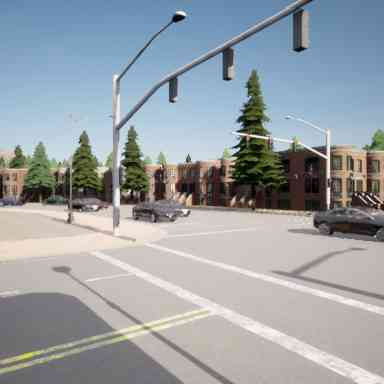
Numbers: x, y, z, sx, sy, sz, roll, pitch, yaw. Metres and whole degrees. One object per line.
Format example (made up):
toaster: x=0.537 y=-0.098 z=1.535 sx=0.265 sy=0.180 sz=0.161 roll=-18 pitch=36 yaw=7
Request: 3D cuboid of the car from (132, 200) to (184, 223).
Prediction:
car: x=-3.000 y=1.505 z=26.014 sx=1.837 sy=1.490 sz=4.892 roll=0 pitch=0 yaw=-36

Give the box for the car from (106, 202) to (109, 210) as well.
car: x=-12.751 y=1.477 z=42.615 sx=5.008 sy=1.535 sz=1.882 roll=0 pitch=0 yaw=38

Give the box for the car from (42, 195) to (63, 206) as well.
car: x=-23.239 y=1.352 z=56.492 sx=4.553 sy=1.767 sz=2.097 roll=0 pitch=0 yaw=21

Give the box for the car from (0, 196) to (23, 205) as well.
car: x=-32.922 y=1.492 z=58.961 sx=4.902 sy=1.511 sz=2.128 roll=0 pitch=0 yaw=9

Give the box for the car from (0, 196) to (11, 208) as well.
car: x=-28.922 y=1.546 z=47.559 sx=4.674 sy=1.442 sz=1.812 roll=0 pitch=0 yaw=16

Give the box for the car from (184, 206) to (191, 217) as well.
car: x=-2.044 y=1.490 z=30.562 sx=2.128 sy=1.511 sz=4.902 roll=0 pitch=0 yaw=-37

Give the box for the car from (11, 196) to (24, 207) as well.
car: x=-27.943 y=1.565 z=50.919 sx=4.181 sy=1.385 sz=1.994 roll=0 pitch=0 yaw=16

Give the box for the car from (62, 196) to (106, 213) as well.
car: x=-12.176 y=1.491 z=37.433 sx=4.902 sy=1.511 sz=2.128 roll=0 pitch=0 yaw=43

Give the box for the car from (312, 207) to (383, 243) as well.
car: x=8.267 y=1.491 z=16.203 sx=2.128 sy=1.511 sz=4.902 roll=0 pitch=0 yaw=-34
